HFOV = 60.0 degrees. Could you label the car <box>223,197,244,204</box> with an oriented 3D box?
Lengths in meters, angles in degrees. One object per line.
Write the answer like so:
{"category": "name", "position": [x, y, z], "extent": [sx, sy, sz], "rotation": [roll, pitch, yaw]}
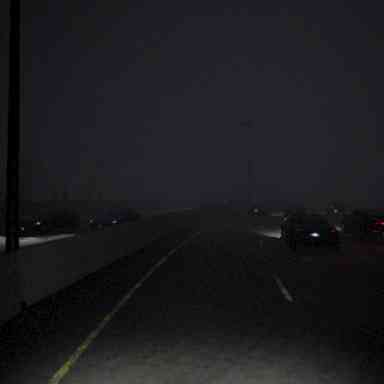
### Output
{"category": "car", "position": [7.062, 1.714, 56.366], "extent": [2.097, 1.767, 4.553], "rotation": [-1, -1, 34]}

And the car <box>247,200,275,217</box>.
{"category": "car", "position": [6.849, 1.752, 33.434], "extent": [1.994, 1.385, 4.181], "rotation": [0, 0, 22]}

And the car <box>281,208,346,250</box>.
{"category": "car", "position": [5.144, 1.646, 14.870], "extent": [1.994, 1.385, 4.181], "rotation": [0, 0, 10]}

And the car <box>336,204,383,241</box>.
{"category": "car", "position": [9.135, 1.594, 17.151], "extent": [1.837, 1.490, 4.892], "rotation": [0, 0, 11]}

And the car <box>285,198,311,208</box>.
{"category": "car", "position": [10.140, 1.647, 32.177], "extent": [1.882, 1.535, 5.008], "rotation": [0, -1, 22]}

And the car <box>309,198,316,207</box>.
{"category": "car", "position": [19.110, 1.795, 55.359], "extent": [2.163, 1.488, 4.792], "rotation": [-1, -1, 37]}

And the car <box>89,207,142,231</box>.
{"category": "car", "position": [-4.575, 1.655, 20.658], "extent": [1.812, 1.442, 4.674], "rotation": [0, 0, 13]}

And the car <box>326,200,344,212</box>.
{"category": "car", "position": [15.218, 1.670, 35.059], "extent": [1.837, 1.490, 4.892], "rotation": [-1, -1, 25]}

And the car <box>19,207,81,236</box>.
{"category": "car", "position": [-8.373, 1.653, 19.681], "extent": [1.812, 1.442, 4.674], "rotation": [0, 0, 12]}

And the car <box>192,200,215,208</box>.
{"category": "car", "position": [1.893, 1.971, 54.876], "extent": [1.895, 1.301, 4.718], "rotation": [-1, -1, 32]}
